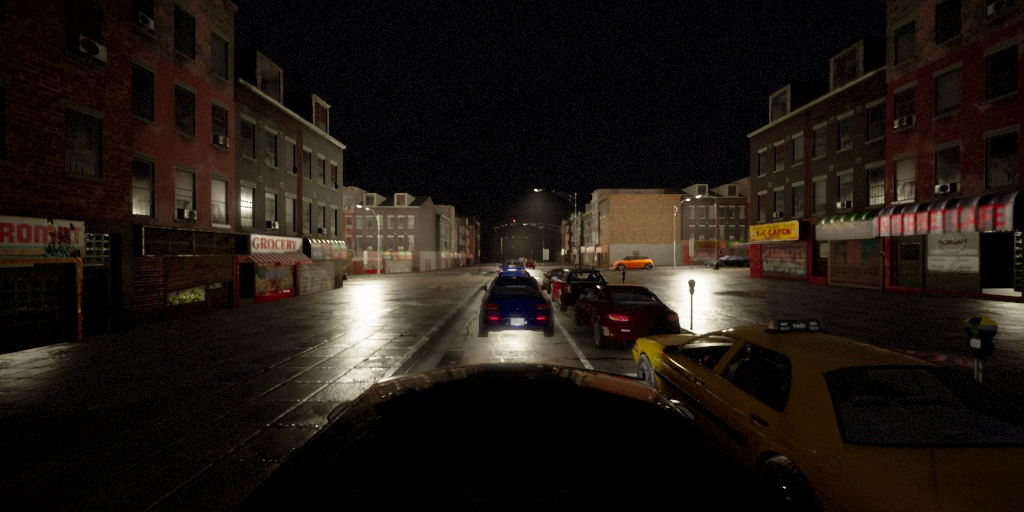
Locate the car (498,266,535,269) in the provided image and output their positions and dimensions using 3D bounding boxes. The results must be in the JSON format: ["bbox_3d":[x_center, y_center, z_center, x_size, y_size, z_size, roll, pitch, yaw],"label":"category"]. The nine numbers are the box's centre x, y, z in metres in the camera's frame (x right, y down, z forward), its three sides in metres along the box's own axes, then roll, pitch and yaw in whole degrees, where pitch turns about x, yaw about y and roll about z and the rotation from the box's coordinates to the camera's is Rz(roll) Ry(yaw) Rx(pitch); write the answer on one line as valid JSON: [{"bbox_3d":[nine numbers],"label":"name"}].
[{"bbox_3d":[0.117,1.357,17.579,1.895,1.301,4.718,0,0,0],"label":"car"}]

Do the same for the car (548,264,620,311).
[{"bbox_3d":[2.648,1.193,14.347,1.967,1.591,4.097,0,0,0],"label":"car"}]

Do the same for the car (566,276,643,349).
[{"bbox_3d":[2.644,1.333,8.881,1.802,1.307,4.207,0,0,0],"label":"car"}]

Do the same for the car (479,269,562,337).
[{"bbox_3d":[0.079,1.277,10.147,1.812,1.442,4.674,0,0,-1],"label":"car"}]

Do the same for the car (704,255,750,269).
[{"bbox_3d":[24.697,0.637,40.333,5.357,1.411,2.033,-1,0,-1],"label":"car"}]

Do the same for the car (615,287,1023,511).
[{"bbox_3d":[2.640,1.275,3.584,1.751,1.417,4.829,0,0,0],"label":"car"}]

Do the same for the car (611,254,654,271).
[{"bbox_3d":[13.385,0.734,40.315,4.553,1.767,2.097,-1,0,0],"label":"car"}]

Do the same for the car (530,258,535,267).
[{"bbox_3d":[2.679,1.307,57.154,1.967,1.591,4.097,0,0,0],"label":"car"}]

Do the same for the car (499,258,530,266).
[{"bbox_3d":[0.007,1.124,27.478,2.097,1.767,4.553,0,0,0],"label":"car"}]
